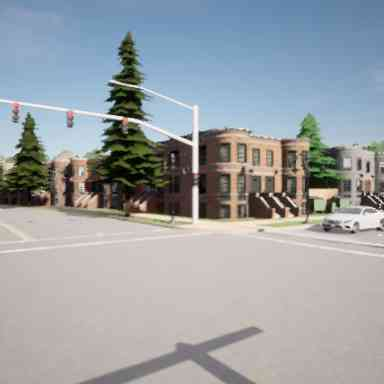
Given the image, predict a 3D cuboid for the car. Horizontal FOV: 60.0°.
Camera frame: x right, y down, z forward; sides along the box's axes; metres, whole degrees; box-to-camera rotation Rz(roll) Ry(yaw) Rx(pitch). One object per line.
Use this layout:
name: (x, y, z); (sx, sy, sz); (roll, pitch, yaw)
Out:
car: (9.548, 1.535, 19.403); (4.674, 1.442, 1.812); (0, 0, -36)
